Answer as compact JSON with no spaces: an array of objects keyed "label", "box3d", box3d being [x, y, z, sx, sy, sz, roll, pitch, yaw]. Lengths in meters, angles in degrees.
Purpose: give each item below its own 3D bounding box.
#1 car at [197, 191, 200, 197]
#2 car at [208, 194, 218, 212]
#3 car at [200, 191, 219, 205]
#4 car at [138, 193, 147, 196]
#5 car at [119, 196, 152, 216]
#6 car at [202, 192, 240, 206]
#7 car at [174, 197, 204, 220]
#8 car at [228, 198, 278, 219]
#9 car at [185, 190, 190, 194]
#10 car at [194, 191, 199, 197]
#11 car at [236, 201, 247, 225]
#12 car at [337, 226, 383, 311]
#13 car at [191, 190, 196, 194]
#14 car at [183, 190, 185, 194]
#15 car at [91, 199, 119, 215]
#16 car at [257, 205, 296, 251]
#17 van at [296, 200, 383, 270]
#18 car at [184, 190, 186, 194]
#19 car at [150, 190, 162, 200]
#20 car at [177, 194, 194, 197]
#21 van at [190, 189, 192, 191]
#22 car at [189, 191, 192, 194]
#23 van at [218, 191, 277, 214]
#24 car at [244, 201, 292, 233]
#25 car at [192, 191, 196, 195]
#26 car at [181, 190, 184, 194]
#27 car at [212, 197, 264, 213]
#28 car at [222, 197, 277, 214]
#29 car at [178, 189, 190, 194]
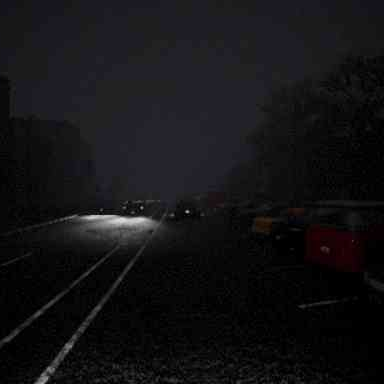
[{"label":"car","box3d":[3.744,1.054,47.577,4.892,1.521,2.231,1,1,-24]},{"label":"car","box3d":[4.508,1.208,29.708,5.366,1.575,1.946,1,1,-23]},{"label":"car","box3d":[4.289,0.877,38.696,5.566,2.045,2.435,1,0,-23]},{"label":"car","box3d":[-10.466,0.937,70.653,2.128,1.511,4.902,0,0,-5]},{"label":"car","box3d":[-4.889,1.339,29.301,1.895,1.301,4.718,0,1,-2]},{"label":"car","box3d":[3.891,0.951,44.606,4.553,1.767,2.185,1,0,-24]},{"label":"car","box3d":[-0.391,1.339,25.294,1.994,1.385,4.181,0,1,-2]},{"label":"car","box3d":[4.968,1.344,20.892,4.674,1.452,2.002,0,1,-21]},{"label":"car","box3d":[1.817,0.891,71.266,5.008,1.535,2.097,1,1,-26]},{"label":"car","box3d":[3.295,1.036,53.495,4.792,1.488,2.163,1,1,-24]},{"label":"car","box3d":[5.063,1.374,17.946,4.674,1.452,2.002,1,0,-22]},{"label":"car","box3d":[5.275,1.480,6.062,4.674,1.452,2.002,1,1,-21]},{"label":"car","box3d":[2.835,0.838,59.424,4.553,1.767,2.185,1,0,-25]},{"label":"car","box3d":[1.375,0.855,77.265,5.366,1.575,1.946,1,0,-26]},{"label":"car","box3d":[-7.729,1.298,30.078,1.994,1.385,4.181,0,1,-2]},{"label":"car","box3d":[5.191,1.390,12.006,5.008,1.535,2.097,1,0,-21]},{"label":"van","box3d":[5.352,1.191,9.079,4.442,1.987,1.878,1,0,-21]},{"label":"car","box3d":[1.507,0.873,74.228,5.008,1.535,2.097,1,0,-26]},{"label":"car","box3d":[-7.638,0.635,70.497,2.150,2.045,5.566,0,0,-5]},{"label":"car","box3d":[-1.185,1.217,42.213,1.895,1.301,4.718,0,0,-3]},{"label":"van","box3d":[2.467,0.701,65.408,4.442,1.987,1.878,1,0,-25]},{"label":"car","box3d":[2.627,0.944,62.391,5.008,1.535,2.097,1,1,-25]},{"label":"van","box3d":[4.691,1.016,26.763,4.442,1.987,1.878,1,1,-22]},{"label":"car","box3d":[5.315,1.362,15.043,5.366,1.575,1.946,1,0,-22]},{"label":"car","box3d":[3.094,0.985,56.472,5.008,1.535,2.097,1,0,-25]},{"label":"car","box3d":[0.559,0.821,83.089,5.008,1.535,2.097,0,0,-27]},{"label":"car","box3d":[4.553,1.224,32.749,4.674,1.452,2.002,0,1,-23]},{"label":"car","box3d":[4.896,1.313,23.845,4.674,1.452,2.002,0,0,-22]},{"label":"car","box3d":[-0.102,0.511,89.010,5.566,2.045,2.435,0,1,-27]}]
